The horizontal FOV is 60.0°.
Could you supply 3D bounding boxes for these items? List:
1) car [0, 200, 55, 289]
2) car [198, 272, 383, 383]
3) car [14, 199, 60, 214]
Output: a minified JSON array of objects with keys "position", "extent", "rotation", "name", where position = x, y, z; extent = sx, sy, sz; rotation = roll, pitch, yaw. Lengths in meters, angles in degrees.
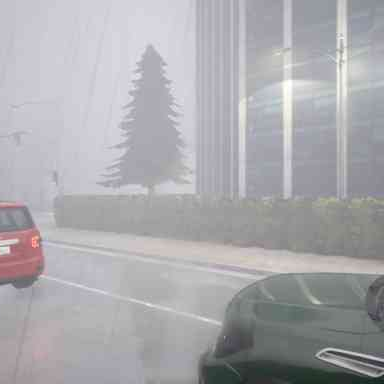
[{"position":[-5.762,1.221,8.033],"extent":[5.566,2.045,2.150],"rotation":[0,0,38],"name":"car"},{"position":[2.711,1.221,2.057],"extent":[5.566,2.045,2.150],"rotation":[0,0,36],"name":"car"},{"position":[-17.214,1.564,37.021],"extent":[1.994,1.385,4.181],"rotation":[0,0,36],"name":"car"}]
